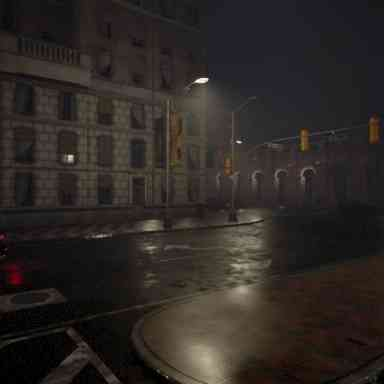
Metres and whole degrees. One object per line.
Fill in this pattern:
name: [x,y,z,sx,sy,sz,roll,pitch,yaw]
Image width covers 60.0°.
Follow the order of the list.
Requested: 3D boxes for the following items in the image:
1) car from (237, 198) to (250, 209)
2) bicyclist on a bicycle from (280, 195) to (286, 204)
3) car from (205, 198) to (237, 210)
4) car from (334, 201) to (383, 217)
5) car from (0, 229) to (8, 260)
car: [5.752,1.526,45.237,1.812,1.442,4.674,0,0,-36]
bicyclist on a bicycle: [15.490,1.301,56.467,1.656,1.620,0.582,0,0,-36]
car: [3.008,1.492,43.057,2.128,1.511,4.902,0,0,-36]
car: [15.730,1.564,31.534,1.994,1.385,4.181,0,0,-37]
car: [-7.486,1.491,8.477,4.902,1.511,2.128,0,0,-35]
